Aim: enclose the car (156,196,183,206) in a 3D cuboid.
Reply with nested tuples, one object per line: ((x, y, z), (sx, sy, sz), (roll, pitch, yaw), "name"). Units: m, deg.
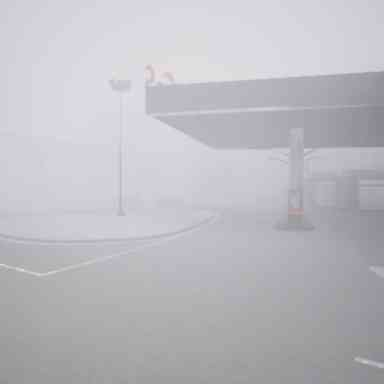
((-3.569, 1.427, 53.634), (1.882, 1.535, 5.008), (0, 0, 44), "car")

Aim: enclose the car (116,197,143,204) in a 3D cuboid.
((-11.592, 1.534, 61.809), (4.718, 1.301, 1.895), (0, 0, -44), "car")

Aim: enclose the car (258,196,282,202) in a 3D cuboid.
((17.310, 1.547, 73.978), (4.718, 1.301, 1.895), (0, 0, -5), "car")

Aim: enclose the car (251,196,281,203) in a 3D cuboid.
((15.301, 1.493, 70.273), (5.357, 1.411, 2.033), (0, 0, -9), "car")

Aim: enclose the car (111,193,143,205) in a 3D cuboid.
((-11.198, 1.156, 56.535), (2.150, 2.045, 5.566), (-1, 0, 35), "car")
